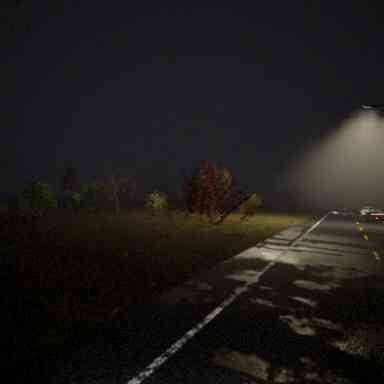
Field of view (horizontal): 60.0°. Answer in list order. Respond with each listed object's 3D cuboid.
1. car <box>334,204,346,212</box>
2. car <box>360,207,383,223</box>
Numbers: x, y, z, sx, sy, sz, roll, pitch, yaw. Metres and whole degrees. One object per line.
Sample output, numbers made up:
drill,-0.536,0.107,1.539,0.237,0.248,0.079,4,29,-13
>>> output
car,27.825,2.980,62.633,1.837,1.490,4.892,2,0,23
car,19.644,2.498,35.640,2.128,1.511,4.902,2,-1,25
